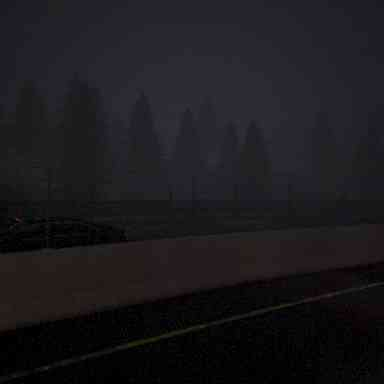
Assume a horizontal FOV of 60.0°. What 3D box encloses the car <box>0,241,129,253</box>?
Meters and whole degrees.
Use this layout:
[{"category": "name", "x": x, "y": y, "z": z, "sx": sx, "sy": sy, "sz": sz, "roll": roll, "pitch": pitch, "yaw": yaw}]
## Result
[{"category": "car", "x": -4.114, "y": 1.447, "z": 8.936, "sx": 4.902, "sy": 1.511, "sz": 2.128, "roll": 0, "pitch": 0, "yaw": -34}]
